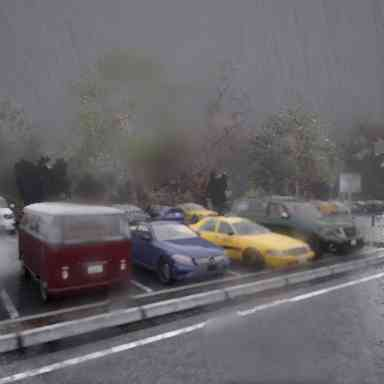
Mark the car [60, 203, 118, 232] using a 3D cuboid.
[{"bbox_3d":[-6.869,1.550,21.772,2.097,1.535,5.008,0,0,-36],"label":"car"}]

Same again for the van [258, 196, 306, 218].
[{"bbox_3d":[8.871,1.453,33.163,1.878,1.987,4.442,0,0,-36],"label":"van"}]

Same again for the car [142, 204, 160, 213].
[{"bbox_3d":[-4.612,1.569,23.387,2.231,1.521,4.892,0,0,-36],"label":"car"}]

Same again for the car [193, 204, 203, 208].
[{"bbox_3d":[0.015,1.602,26.459,1.946,1.575,5.366,0,0,-36],"label":"car"}]

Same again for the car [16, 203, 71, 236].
[{"bbox_3d":[-9.127,1.531,20.157,2.097,1.535,5.008,0,0,-36],"label":"car"}]

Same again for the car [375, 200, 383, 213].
[{"bbox_3d":[20.224,1.774,41.144,2.097,1.535,5.008,0,0,-36],"label":"car"}]

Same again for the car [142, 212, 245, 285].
[{"bbox_3d":[-0.856,1.575,9.989,2.002,1.452,4.674,0,0,-36],"label":"car"}]

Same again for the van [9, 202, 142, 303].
[{"bbox_3d":[-3.202,1.291,8.453,1.878,1.987,4.442,0,0,-36],"label":"van"}]

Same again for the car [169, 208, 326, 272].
[{"bbox_3d":[1.533,1.551,11.467,1.946,1.575,5.366,0,0,-36],"label":"car"}]

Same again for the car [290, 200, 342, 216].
[{"bbox_3d":[13.457,1.716,36.292,2.097,1.535,5.008,0,0,-36],"label":"car"}]

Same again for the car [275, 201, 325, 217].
[{"bbox_3d":[11.196,1.738,34.678,2.002,1.452,4.674,0,0,-36],"label":"car"}]

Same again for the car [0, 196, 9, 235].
[{"bbox_3d":[-11.364,1.261,18.516,2.435,2.045,5.566,0,0,-36],"label":"car"}]

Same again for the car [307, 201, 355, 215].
[{"bbox_3d":[15.713,1.776,37.908,2.002,1.452,4.674,0,0,-36],"label":"car"}]

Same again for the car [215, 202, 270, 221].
[{"bbox_3d":[4.440,1.671,29.815,2.163,1.488,4.792,0,0,-36],"label":"car"}]

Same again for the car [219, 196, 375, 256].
[{"bbox_3d":[3.724,1.321,13.226,2.435,2.045,5.566,0,0,-36],"label":"car"}]

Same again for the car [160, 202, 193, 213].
[{"bbox_3d":[-2.368,1.616,25.020,2.163,1.488,4.792,0,0,-36],"label":"car"}]
